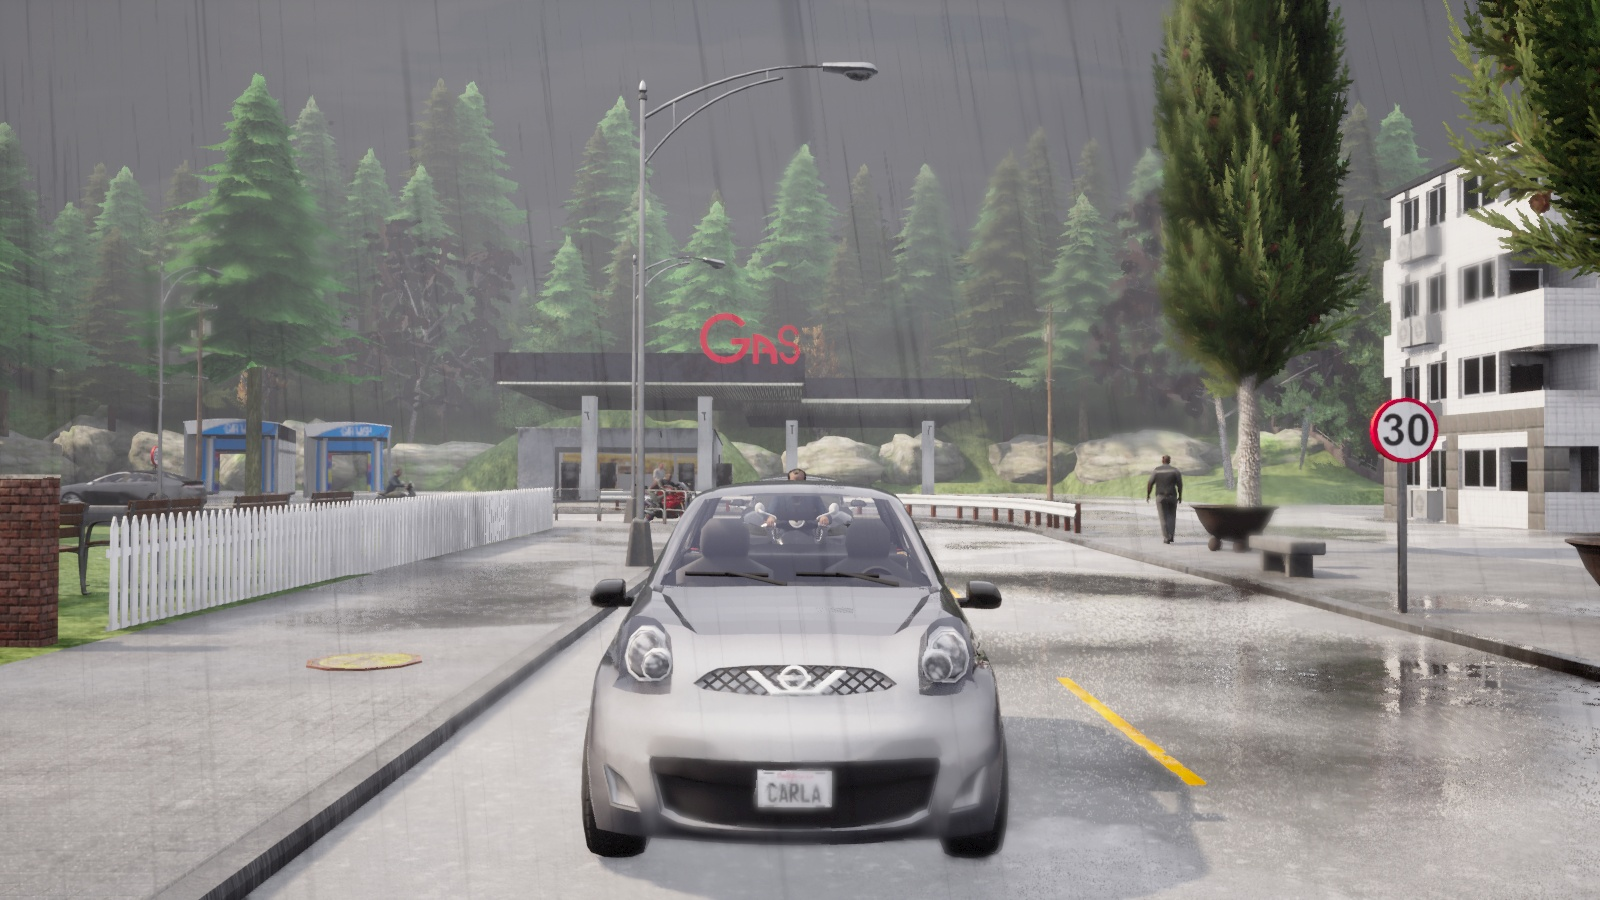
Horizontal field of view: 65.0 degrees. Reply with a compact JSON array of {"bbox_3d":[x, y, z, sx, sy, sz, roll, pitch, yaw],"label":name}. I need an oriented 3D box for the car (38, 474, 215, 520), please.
[{"bbox_3d":[-22.867,1.579,42.784,4.902,1.511,2.128,0,-1,0],"label":"car"}]

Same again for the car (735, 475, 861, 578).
[{"bbox_3d":[-0.031,1.168,20.812,1.837,1.490,4.892,0,-1,0],"label":"car"}]

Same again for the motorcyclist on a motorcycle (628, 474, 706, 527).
[{"bbox_3d":[-3.966,1.493,37.373,2.191,1.530,0.866,-1,-1,27],"label":"motorcyclist on a motorcycle"}]

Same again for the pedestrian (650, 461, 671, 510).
[{"bbox_3d":[-5.284,1.343,47.594,0.706,1.836,0.354,-1,-1,31],"label":"pedestrian"}]

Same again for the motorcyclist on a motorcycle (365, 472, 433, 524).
[{"bbox_3d":[-12.387,1.468,38.825,1.817,1.590,0.866,0,-1,0],"label":"motorcyclist on a motorcycle"}]

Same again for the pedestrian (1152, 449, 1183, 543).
[{"bbox_3d":[7.483,0.923,25.576,0.563,1.883,0.849,-1,-1,18],"label":"pedestrian"}]

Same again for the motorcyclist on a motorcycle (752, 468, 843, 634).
[{"bbox_3d":[-0.025,0.985,12.970,0.866,1.590,1.817,0,-1,0],"label":"motorcyclist on a motorcycle"}]

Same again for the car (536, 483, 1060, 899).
[{"bbox_3d":[-0.011,0.933,6.254,1.845,1.501,3.633,0,-1,0],"label":"car"}]
